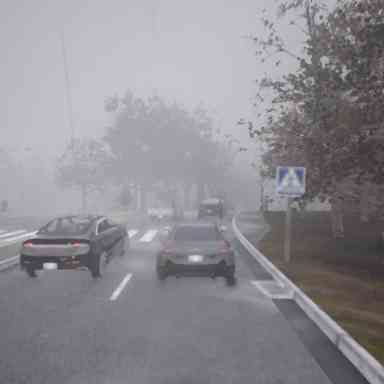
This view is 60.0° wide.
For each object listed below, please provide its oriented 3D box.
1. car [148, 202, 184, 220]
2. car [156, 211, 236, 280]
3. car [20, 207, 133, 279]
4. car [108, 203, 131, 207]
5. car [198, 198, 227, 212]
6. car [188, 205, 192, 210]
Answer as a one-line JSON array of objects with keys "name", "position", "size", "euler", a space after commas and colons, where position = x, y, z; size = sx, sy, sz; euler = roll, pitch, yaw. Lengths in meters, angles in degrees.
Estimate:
[{"name": "car", "position": [-1.845, 1.413, 25.548], "size": [1.895, 1.301, 4.718], "euler": [-1, 0, 9]}, {"name": "car", "position": [0.105, 1.488, 9.708], "size": [1.994, 1.385, 4.181], "euler": [0, 0, 1]}, {"name": "car", "position": [-3.142, 1.415, 9.812], "size": [2.128, 1.511, 4.902], "euler": [0, 0, 0]}, {"name": "car", "position": [-16.967, 3.377, 75.798], "size": [4.553, 1.767, 2.097], "euler": [2, -4, -31]}, {"name": "car", "position": [1.748, 1.239, 26.963], "size": [1.882, 1.535, 5.008], "euler": [-1, 0, 11]}, {"name": "car", "position": [0.668, 3.627, 77.059], "size": [5.357, 1.411, 2.033], "euler": [-1, -3, 23]}]
